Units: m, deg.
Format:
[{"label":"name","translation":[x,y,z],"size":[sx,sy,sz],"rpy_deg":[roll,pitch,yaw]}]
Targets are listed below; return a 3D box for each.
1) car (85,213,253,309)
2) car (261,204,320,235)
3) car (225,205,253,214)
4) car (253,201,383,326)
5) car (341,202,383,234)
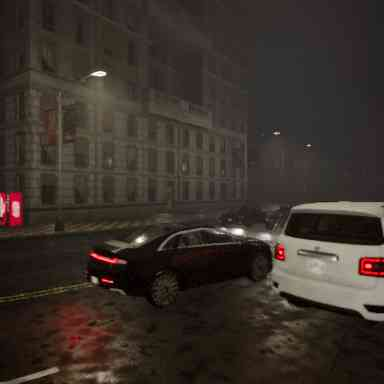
[{"label":"car","translation":[-0.022,1.483,7.939],"size":[4.902,1.511,2.128],"rpy_deg":[0,0,-40]},{"label":"car","translation":[5.987,1.515,19.783],"size":[1.812,1.442,4.674],"rpy_deg":[0,0,38]},{"label":"car","translation":[3.552,1.556,22.341],"size":[1.994,1.385,4.181],"rpy_deg":[0,0,37]},{"label":"car","translation":[3.907,1.216,6.870],"size":[5.566,2.045,2.150],"rpy_deg":[0,0,-42]},{"label":"car","translation":[10.711,1.468,20.193],"size":[1.882,1.535,5.008],"rpy_deg":[0,0,38]}]
